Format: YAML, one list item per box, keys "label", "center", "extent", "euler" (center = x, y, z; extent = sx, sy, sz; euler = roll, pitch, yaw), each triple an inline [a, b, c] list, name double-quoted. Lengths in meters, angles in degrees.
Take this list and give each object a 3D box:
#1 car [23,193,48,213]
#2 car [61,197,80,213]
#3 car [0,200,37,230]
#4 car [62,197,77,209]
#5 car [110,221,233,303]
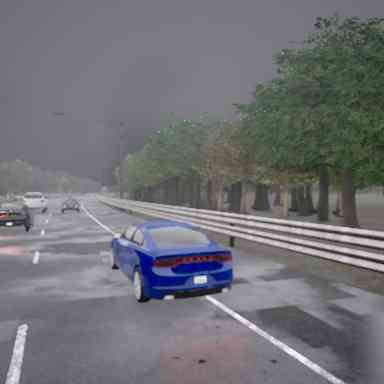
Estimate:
- label: "car"
  center: [-16.759, 1.133, 35.677]
  extent: [2.150, 2.045, 5.566]
  euler: [0, -1, -21]
- label: "car"
  center: [-13.208, 1.474, 36.114]
  extent: [2.033, 1.411, 5.357]
  euler: [0, 0, -20]
- label: "car"
  center: [-10.680, 1.452, 20.089]
  extent: [1.837, 1.490, 4.892]
  euler: [0, 0, -22]
- label: "car"
  center: [-16.870, 1.438, 45.804]
  extent: [1.812, 1.442, 4.674]
  euler: [0, 0, -19]
- label: "car"
  center: [-0.821, 1.466, 8.425]
  extent: [1.882, 1.535, 5.008]
  euler: [0, 0, -23]
